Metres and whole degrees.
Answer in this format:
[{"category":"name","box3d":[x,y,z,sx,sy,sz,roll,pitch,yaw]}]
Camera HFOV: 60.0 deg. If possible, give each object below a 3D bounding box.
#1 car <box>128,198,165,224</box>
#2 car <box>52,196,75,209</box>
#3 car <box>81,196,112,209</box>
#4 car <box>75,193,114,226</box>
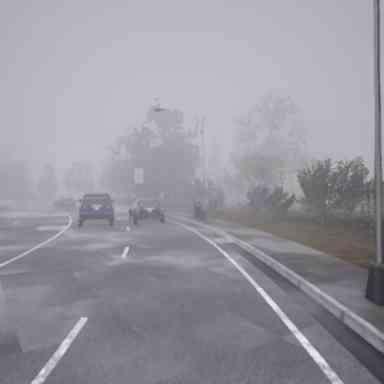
[{"category":"car","box3d":[-3.347,1.216,23.841,2.097,1.767,4.553,0,0,-16]},{"category":"car","box3d":[-15.576,1.200,40.366,2.128,1.511,4.902,1,0,-35]},{"category":"car","box3d":[-11.892,1.235,41.159,2.128,1.511,4.902,1,0,-35]},{"category":"car","box3d":[-6.515,1.078,22.614,2.150,2.045,5.566,0,0,-17]}]
